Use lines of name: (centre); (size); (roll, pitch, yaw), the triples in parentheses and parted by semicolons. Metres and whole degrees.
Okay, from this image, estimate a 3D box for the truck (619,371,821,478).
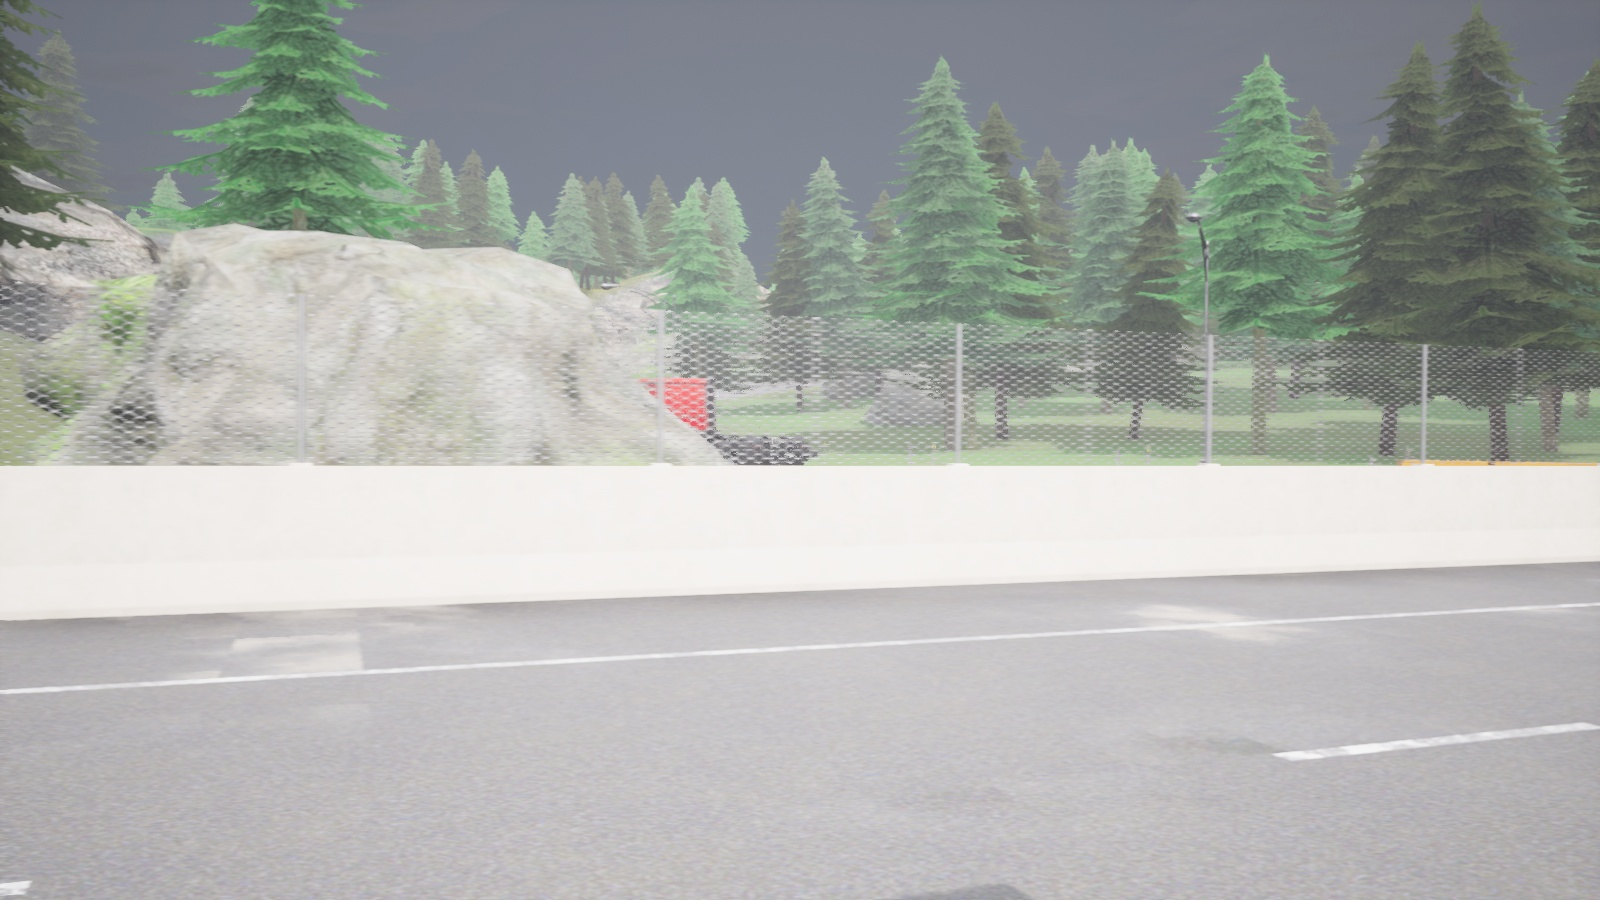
truck: (-3.003, -0.895, 44.666); (2.891, 3.462, 7.936); (-2, 2, -42)
